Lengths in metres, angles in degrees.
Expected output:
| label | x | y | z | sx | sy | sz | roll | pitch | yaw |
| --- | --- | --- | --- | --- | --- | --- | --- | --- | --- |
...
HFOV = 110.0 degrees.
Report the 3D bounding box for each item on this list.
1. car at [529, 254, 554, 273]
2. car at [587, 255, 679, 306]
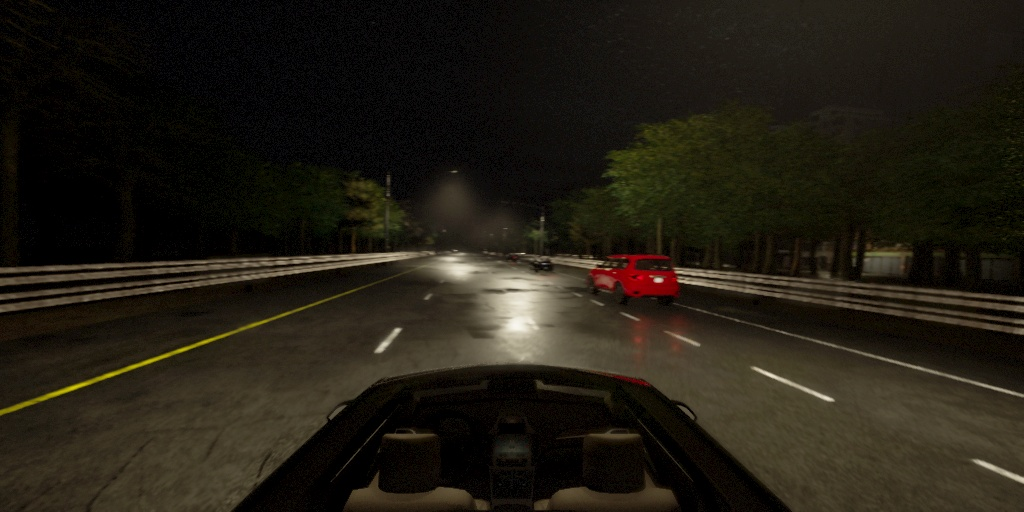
| label | x | y | z | sx | sy | sz | roll | pitch | yaw |
| --- | --- | --- | --- | --- | --- | --- | --- | --- | --- |
| car | 2.897 | 0.899 | 36.023 | 2.128 | 1.511 | 4.902 | 2 | 1 | -7 |
| car | 5.200 | 0.968 | 16.145 | 2.150 | 2.045 | 5.566 | 2 | 1 | -7 |
